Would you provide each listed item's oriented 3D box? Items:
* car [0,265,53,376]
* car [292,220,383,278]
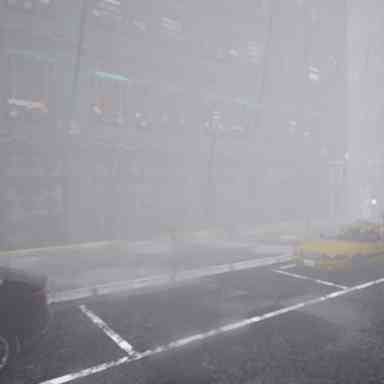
[{"bbox_3d":[-3.899,1.563,3.792,4.313,1.339,1.947,0,-1,-35],"label":"car"},{"bbox_3d":[5.051,1.556,10.174,4.829,1.417,1.752,0,-1,-35],"label":"car"}]
